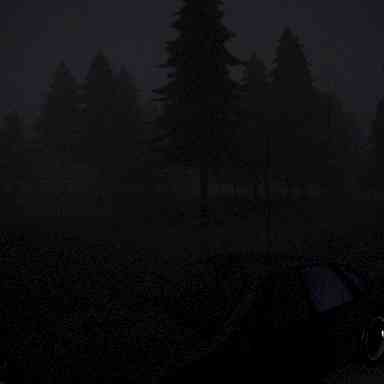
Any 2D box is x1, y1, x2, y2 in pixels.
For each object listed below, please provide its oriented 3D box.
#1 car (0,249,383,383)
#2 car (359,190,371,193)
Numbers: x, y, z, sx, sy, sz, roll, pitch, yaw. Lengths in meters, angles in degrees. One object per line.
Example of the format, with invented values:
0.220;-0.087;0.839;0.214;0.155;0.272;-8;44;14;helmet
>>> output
0.734;1.506;4.146;5.357;1.411;2.033;-1;1;-36;car
33.959;0.424;65.702;3.988;1.617;1.851;-1;1;-36;car
